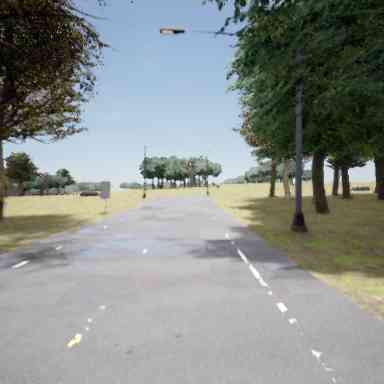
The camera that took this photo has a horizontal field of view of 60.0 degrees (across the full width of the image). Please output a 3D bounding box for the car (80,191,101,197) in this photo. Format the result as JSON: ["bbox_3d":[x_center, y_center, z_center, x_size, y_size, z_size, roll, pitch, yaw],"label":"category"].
[{"bbox_3d":[-22.604,0.423,75.201,5.008,1.535,1.882,-1,-1,0],"label":"car"}]

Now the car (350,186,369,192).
[{"bbox_3d":[41.599,-0.763,83.062,4.902,1.511,2.128,-2,-1,-1],"label":"car"}]
